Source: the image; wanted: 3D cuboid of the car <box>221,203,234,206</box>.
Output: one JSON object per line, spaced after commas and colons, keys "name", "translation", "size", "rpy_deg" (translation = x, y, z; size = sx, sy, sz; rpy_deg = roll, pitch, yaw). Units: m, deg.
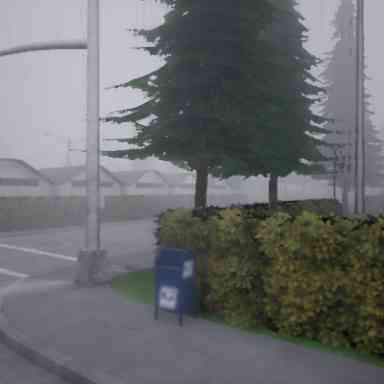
{"name": "car", "translation": [3.452, 1.753, 31.169], "size": [1.895, 1.301, 4.718], "rpy_deg": [0, 0, 36]}
